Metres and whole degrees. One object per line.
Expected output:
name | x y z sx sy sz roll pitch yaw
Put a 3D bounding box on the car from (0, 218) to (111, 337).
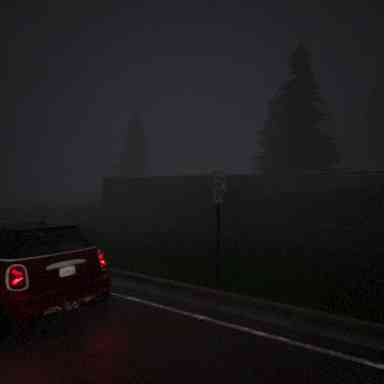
car | -3.775 1.307 6.691 4.553 1.767 2.097 0 0 35
